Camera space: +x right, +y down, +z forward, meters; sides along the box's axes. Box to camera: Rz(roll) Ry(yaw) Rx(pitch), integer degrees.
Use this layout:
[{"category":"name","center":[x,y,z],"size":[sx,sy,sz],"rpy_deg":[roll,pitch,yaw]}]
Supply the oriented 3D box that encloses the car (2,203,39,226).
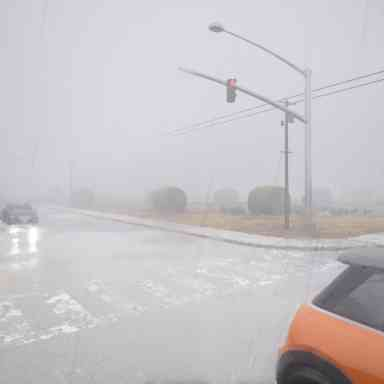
[{"category":"car","center":[-12.195,1.551,23.570],"size":[2.128,1.511,4.902],"rpy_deg":[0,1,-35]}]

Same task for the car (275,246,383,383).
[{"category":"car","center":[2.773,1.321,1.974],"size":[2.097,1.767,4.553],"rpy_deg":[0,0,-35]}]
